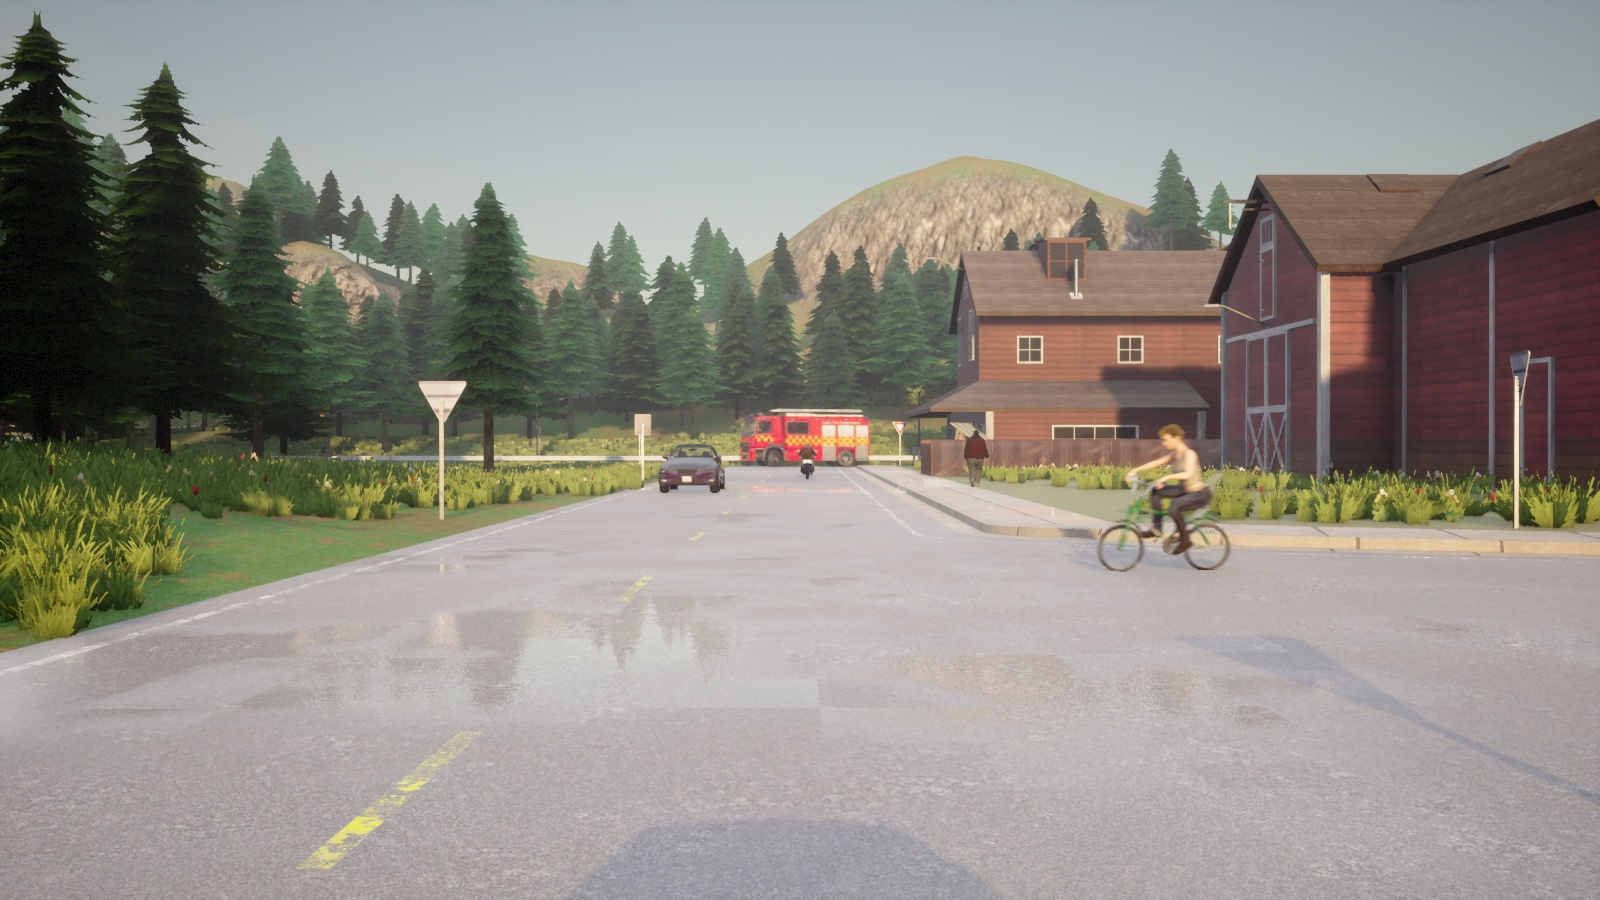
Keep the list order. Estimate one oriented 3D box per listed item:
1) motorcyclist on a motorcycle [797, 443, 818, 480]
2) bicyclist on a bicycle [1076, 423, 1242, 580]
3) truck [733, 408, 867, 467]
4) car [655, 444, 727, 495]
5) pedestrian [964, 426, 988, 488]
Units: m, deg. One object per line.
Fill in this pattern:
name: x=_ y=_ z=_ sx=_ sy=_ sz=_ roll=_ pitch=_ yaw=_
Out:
motorcyclist on a motorcycle: x=0.308 y=0.483 z=52.894 sx=0.866 sy=1.530 sz=2.191 roll=0 pitch=0 yaw=0
bicyclist on a bicycle: x=3.886 y=0.534 z=13.693 sx=1.509 sy=1.612 sz=0.866 roll=0 pitch=3 yaw=-5
truck: x=0.029 y=-0.784 z=83.875 sx=8.468 sy=3.827 sz=2.891 roll=0 pitch=-1 yaw=-19
car: x=-3.272 y=0.541 z=38.377 sx=1.816 sy=1.474 sz=4.193 roll=0 pitch=0 yaw=0
pedestrian: x=5.287 y=0.193 z=37.734 sx=0.634 sy=1.844 sz=0.899 roll=0 pitch=0 yaw=14
